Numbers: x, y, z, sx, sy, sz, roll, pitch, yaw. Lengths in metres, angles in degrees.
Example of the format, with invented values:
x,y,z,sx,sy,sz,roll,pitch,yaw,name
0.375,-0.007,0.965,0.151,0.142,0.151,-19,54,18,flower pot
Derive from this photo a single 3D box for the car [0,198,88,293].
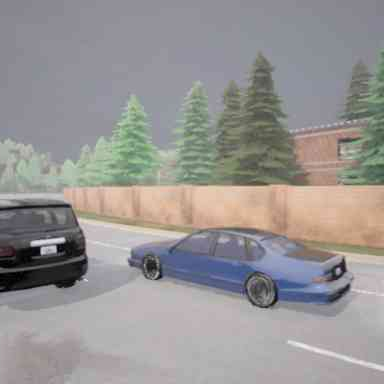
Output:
x,y,z,sx,sy,sz,roll,pitch,yaw,name
-4.719,1.166,8.036,5.566,2.045,2.150,1,0,41,car

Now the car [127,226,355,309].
x,y,z,sx,sy,sz,roll,pitch,yaw,name
0.833,1.539,7.911,5.357,1.411,2.033,1,0,39,car
